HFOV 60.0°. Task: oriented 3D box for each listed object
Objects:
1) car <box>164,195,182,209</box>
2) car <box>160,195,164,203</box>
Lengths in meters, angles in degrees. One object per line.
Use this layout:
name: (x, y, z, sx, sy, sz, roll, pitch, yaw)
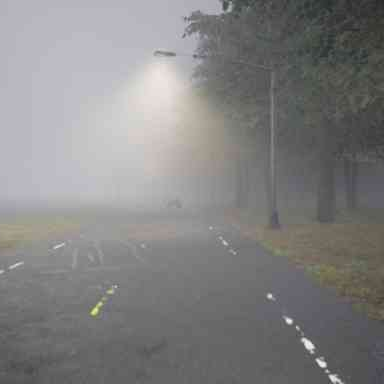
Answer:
car: (-2.409, 1.471, 43.826, 1.837, 1.490, 4.892, 0, 0, -6)
car: (-5.000, 1.314, 63.212, 2.033, 1.411, 5.357, 0, 1, -9)
